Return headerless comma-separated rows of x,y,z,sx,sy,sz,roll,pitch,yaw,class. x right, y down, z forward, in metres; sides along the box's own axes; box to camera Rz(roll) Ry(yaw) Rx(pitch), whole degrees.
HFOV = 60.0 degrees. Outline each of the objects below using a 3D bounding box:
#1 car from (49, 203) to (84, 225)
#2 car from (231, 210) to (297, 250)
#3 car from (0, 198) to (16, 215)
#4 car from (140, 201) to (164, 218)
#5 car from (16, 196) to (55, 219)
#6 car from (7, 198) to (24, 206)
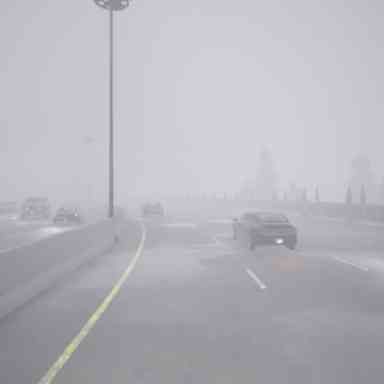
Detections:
-9.594,1.756,26.079,1.895,1.301,4.718,0,0,-13,car
3.012,1.578,14.684,1.837,1.490,4.892,0,0,-5,car
-20.538,1.772,37.410,1.837,1.490,4.892,0,-1,-22,car
-4.065,1.687,33.156,2.128,1.511,4.902,0,0,-16,car
-14.652,1.424,31.458,2.150,2.045,5.566,0,0,-17,car
-35.490,1.947,66.945,1.837,1.490,4.892,0,-1,-42,car
